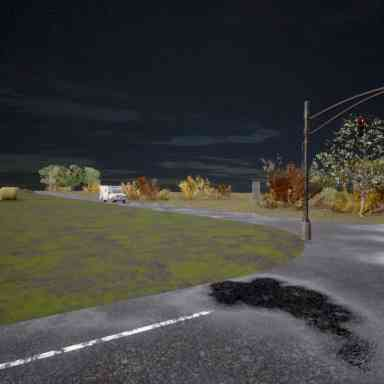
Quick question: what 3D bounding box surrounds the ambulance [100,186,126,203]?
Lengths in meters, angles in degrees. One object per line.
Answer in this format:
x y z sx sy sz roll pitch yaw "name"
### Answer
-11.912 0.341 50.044 2.351 2.431 6.366 2 0 -32 "ambulance"
